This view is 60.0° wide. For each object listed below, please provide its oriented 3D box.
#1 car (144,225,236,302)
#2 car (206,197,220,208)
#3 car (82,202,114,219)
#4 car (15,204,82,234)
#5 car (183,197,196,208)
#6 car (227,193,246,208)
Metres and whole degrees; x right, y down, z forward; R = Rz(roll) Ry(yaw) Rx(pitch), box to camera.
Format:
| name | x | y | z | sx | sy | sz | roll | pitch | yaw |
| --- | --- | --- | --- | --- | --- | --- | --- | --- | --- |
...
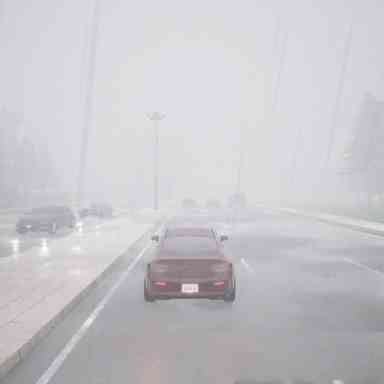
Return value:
| name | x | y | z | sx | sy | sz | roll | pitch | yaw |
| --- | --- | --- | --- | --- | --- | --- | --- | --- | --- |
| car | -0.057 | 1.526 | 8.148 | 1.812 | 1.442 | 4.674 | 0 | 0 | -1 |
| car | 3.058 | 1.526 | 49.235 | 1.812 | 1.442 | 4.674 | 0 | 0 | -1 |
| car | -8.284 | 1.601 | 29.124 | 1.895 | 1.301 | 4.718 | 0 | 0 | 0 |
| car | -8.246 | 1.505 | 19.180 | 1.837 | 1.490 | 4.892 | 0 | 0 | 0 |
| car | -0.442 | 1.505 | 49.194 | 1.837 | 1.490 | 4.892 | 0 | 0 | -1 |
| car | 6.558 | 1.221 | 49.221 | 2.150 | 2.045 | 5.566 | 0 | 0 | -1 |
